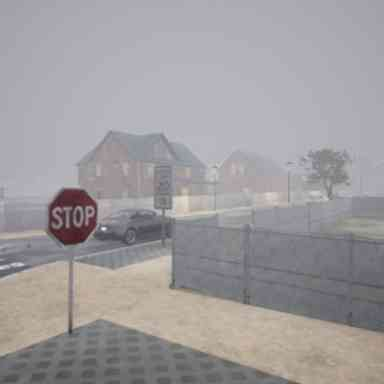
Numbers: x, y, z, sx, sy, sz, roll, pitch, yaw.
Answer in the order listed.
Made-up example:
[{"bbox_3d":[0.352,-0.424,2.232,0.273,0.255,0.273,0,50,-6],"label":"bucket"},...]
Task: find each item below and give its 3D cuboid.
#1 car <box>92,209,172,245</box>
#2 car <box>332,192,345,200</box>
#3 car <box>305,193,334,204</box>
[{"bbox_3d":[-2.460,1.453,15.286,1.994,1.385,4.181,0,1,35],"label":"car"},{"bbox_3d":[20.802,0.810,48.073,1.837,1.490,4.892,0,1,35],"label":"car"},{"bbox_3d":[15.216,1.041,40.116,1.895,1.301,4.718,0,1,36],"label":"car"}]
